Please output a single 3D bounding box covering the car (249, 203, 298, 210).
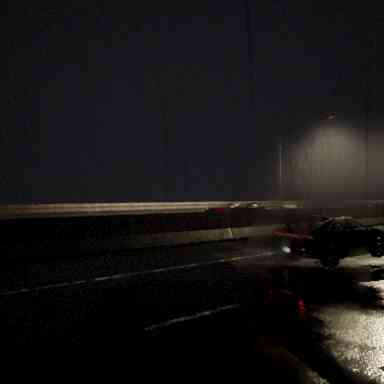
[{"bbox_3d":[7.032,1.698,25.959,4.718,1.301,1.895,0,0,-34],"label":"car"}]

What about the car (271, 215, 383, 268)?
[{"bbox_3d":[4.843,1.539,11.455,4.902,1.511,2.128,0,0,-35],"label":"car"}]

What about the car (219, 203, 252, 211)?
[{"bbox_3d":[4.797,1.659,28.673,4.181,1.385,1.994,0,0,-34],"label":"car"}]

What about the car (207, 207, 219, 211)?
[{"bbox_3d":[3.646,1.700,32.120,4.718,1.301,1.895,0,0,-34],"label":"car"}]
